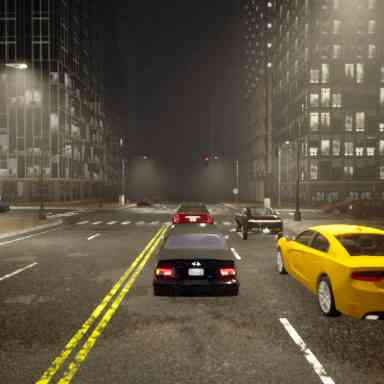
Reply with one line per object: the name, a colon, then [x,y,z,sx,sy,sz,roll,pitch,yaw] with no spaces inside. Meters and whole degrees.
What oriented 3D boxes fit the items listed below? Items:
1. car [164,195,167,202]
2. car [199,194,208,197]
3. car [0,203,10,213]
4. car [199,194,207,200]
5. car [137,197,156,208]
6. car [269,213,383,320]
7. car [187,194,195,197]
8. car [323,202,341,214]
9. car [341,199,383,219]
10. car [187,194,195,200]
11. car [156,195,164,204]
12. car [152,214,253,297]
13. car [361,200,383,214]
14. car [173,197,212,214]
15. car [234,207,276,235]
car: [-6.796,1.482,77.059,1.994,1.385,4.181,0,0,0]
car: [2.945,1.272,79.756,2.097,1.767,4.553,0,0,0]
car: [-20.035,1.317,31.710,5.008,1.535,1.882,1,1,1]
car: [2.906,1.295,89.822,1.994,1.385,4.181,0,0,0]
car: [-6.784,1.566,48.392,1.895,1.301,4.718,0,0,0]
car: [3.323,1.474,7.461,1.882,1.535,5.008,0,0,0]
car: [-0.305,1.470,79.775,1.994,1.385,4.181,0,0,0]
car: [16.190,1.589,34.447,5.008,1.535,1.882,0,1,1]
car: [16.092,1.519,28.666,5.009,1.841,2.192,1,0,1]
car: [-0.345,1.295,89.810,1.994,1.385,4.181,0,0,0]
car: [-6.798,1.550,62.314,1.895,1.301,4.718,0,0,0]
car: [0.066,1.543,8.733,2.033,1.411,5.357,0,0,0]
car: [21.669,1.643,36.974,4.829,1.417,1.752,1,0,1]
car: [0.033,1.342,18.047,2.097,1.767,4.553,0,0,0]
car: [3.277,1.482,16.877,2.128,1.511,4.902,0,0,1]
